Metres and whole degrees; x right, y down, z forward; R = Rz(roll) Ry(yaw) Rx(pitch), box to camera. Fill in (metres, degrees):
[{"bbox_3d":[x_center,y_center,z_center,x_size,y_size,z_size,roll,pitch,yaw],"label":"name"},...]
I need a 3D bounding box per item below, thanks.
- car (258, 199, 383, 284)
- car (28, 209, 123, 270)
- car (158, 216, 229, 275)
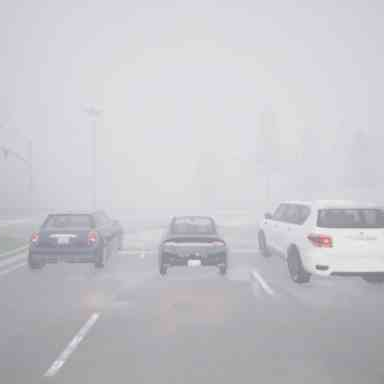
[{"bbox_3d":[3.515,1.219,9.710,2.150,2.045,5.566,0,0,-1],"label":"car"},{"bbox_3d":[-3.649,1.349,11.266,2.097,1.767,4.553,0,0,-3],"label":"car"},{"bbox_3d":[-0.002,1.488,10.410,2.128,1.511,4.902,0,0,-1],"label":"car"}]
